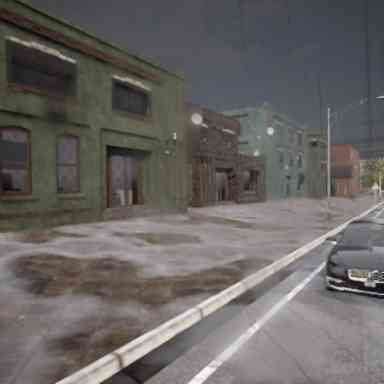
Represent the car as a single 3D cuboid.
[{"bbox_3d":[4.637,1.478,8.319,1.837,1.490,4.892,0,0,32],"label":"car"}]
